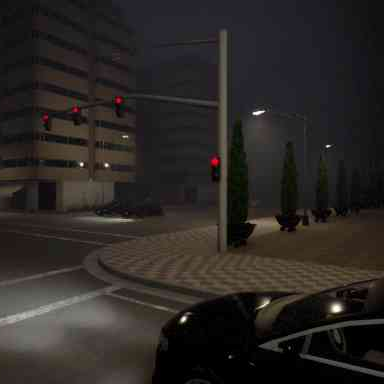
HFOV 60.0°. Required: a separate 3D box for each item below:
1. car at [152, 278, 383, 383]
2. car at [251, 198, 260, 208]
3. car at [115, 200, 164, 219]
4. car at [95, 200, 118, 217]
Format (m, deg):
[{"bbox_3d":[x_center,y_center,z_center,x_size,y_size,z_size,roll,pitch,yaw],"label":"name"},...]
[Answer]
[{"bbox_3d":[1.834,1.492,2.665,4.902,1.511,2.128,0,0,36],"label":"car"},{"bbox_3d":[8.013,1.533,47.237,1.882,1.535,5.008,0,0,36],"label":"car"},{"bbox_3d":[-4.373,1.619,29.748,1.994,1.385,4.181,0,0,35],"label":"car"},{"bbox_3d":[-7.038,1.560,32.042,1.837,1.490,4.892,0,0,35],"label":"car"}]
